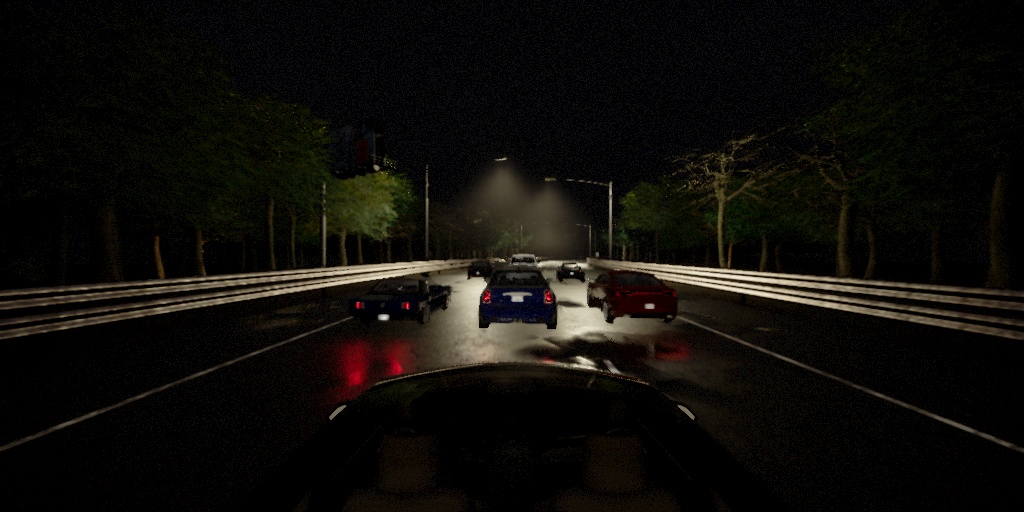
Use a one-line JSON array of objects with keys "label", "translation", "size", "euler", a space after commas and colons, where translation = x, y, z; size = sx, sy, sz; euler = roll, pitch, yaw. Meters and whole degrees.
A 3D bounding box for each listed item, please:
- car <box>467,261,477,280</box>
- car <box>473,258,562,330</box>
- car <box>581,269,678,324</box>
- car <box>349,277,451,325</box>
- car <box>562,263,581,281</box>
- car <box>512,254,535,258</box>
[{"label": "car", "translation": [-2.390, 1.139, 29.498], "size": [1.882, 1.535, 5.008], "euler": [0, 0, 4]}, {"label": "car", "translation": [0.212, 1.076, 11.192], "size": [2.097, 1.767, 4.553], "euler": [0, 1, 2]}, {"label": "car", "translation": [3.738, 1.200, 11.998], "size": [1.882, 1.535, 5.008], "euler": [0, 0, 2]}, {"label": "car", "translation": [-3.279, 1.315, 11.597], "size": [1.895, 1.301, 4.718], "euler": [0, 0, 2]}, {"label": "car", "translation": [4.538, 1.239, 28.272], "size": [1.994, 1.385, 4.181], "euler": [0, 0, 4]}, {"label": "car", "translation": [0.907, 0.898, 26.693], "size": [2.150, 2.045, 5.566], "euler": [0, 0, 4]}]
